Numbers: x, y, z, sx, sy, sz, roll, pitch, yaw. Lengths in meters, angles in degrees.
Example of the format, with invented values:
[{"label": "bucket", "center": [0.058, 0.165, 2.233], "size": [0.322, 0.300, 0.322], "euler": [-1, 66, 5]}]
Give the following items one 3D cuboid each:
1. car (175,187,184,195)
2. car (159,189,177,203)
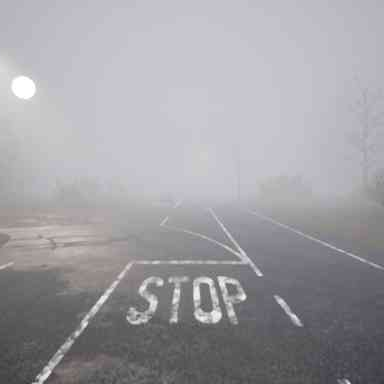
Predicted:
[{"label": "car", "center": [-3.318, -0.245, 85.572], "size": [2.150, 2.045, 5.566], "euler": [0, 1, 5]}, {"label": "car", "center": [-3.555, 0.744, 46.949], "size": [1.812, 1.442, 4.674], "euler": [0, 1, 0]}]
